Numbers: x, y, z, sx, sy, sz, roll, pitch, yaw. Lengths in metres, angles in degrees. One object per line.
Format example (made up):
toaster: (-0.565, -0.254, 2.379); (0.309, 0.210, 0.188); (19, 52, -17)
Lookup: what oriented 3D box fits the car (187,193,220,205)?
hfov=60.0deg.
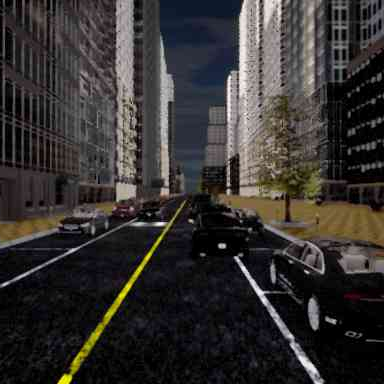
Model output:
car: (0.887, 1.156, 28.396); (2.150, 2.045, 5.566); (0, 0, 0)

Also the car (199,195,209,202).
car: (2.664, 1.394, 74.687); (1.947, 1.339, 4.313); (0, 0, 0)

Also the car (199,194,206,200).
car: (2.659, 1.331, 86.235); (1.752, 1.417, 4.829); (0, 0, 0)

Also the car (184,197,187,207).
car: (-0.007, 1.387, 48.594); (1.837, 1.490, 4.892); (0, 0, 0)

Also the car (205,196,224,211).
car: (2.679, 1.343, 40.553); (1.967, 1.590, 4.097); (0, 0, 0)

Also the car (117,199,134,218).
car: (-5.696, 1.369, 29.194); (1.967, 1.590, 4.097); (0, 0, 0)

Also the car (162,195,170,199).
car: (-5.711, 1.396, 63.329); (1.887, 1.381, 4.507); (0, 0, 0)

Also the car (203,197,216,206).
car: (2.674, 1.458, 51.932); (1.802, 1.307, 4.206); (0, 0, 0)

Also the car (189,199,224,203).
car: (0.890, 1.450, 22.367); (1.837, 1.490, 4.892); (0, 0, 0)

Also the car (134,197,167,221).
car: (-3.108, 1.440, 26.558); (1.837, 1.490, 4.892); (0, 0, 0)

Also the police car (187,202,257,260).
police car: (0.894, 1.394, 12.476); (1.930, 1.638, 5.238); (0, 0, 0)

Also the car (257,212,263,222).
car: (2.689, 1.507, 17.798); (2.008, 1.369, 4.403); (0, 0, 0)

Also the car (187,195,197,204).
car: (-0.026, 1.364, 59.604); (1.837, 1.490, 4.892); (0, 0, 0)

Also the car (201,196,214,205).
car: (2.671, 1.415, 57.621); (2.008, 1.369, 4.403); (0, 0, 0)

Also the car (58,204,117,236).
car: (-5.692, 1.506, 17.816); (2.008, 1.369, 4.403); (0, 0, 0)

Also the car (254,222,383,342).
car: (2.693, 1.535, 6.420); (2.008, 1.369, 4.403); (0, 0, 0)

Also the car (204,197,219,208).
car: (2.676, 1.434, 46.243); (1.887, 1.381, 4.507); (0, 0, 0)

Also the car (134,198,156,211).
car: (-5.702, 1.453, 40.572); (2.008, 1.369, 4.403); (0, 0, 0)
